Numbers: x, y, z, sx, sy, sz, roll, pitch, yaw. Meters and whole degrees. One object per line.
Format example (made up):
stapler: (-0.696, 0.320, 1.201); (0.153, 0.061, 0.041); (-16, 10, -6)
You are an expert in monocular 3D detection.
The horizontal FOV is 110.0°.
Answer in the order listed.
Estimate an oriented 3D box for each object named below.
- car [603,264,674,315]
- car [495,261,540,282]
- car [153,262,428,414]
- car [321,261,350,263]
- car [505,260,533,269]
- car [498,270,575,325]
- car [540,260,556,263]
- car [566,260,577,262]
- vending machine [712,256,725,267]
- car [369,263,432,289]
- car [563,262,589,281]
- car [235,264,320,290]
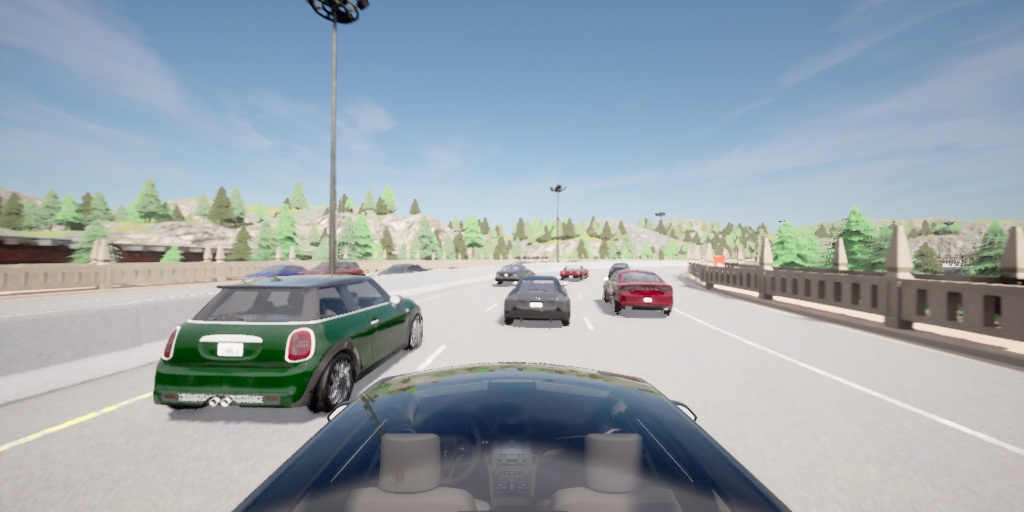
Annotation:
car: (4.714, 1.262, 13.963); (1.882, 1.535, 5.008); (0, 0, 8)
car: (0.321, 1.345, 26.526); (2.033, 1.411, 5.357); (0, 0, 16)
car: (-3.122, 1.097, 6.231); (2.097, 1.767, 4.553); (0, 0, 3)
car: (-11.520, 1.114, 22.939); (2.097, 1.767, 4.553); (0, 0, 13)
car: (1.282, 1.474, 61.023); (2.033, 1.411, 5.357); (0, 0, 35)
car: (0.922, 1.334, 11.955); (1.994, 1.385, 4.181); (0, 0, 7)
car: (5.730, 1.401, 61.243); (1.882, 1.535, 5.008); (0, 0, 36)
car: (9.996, 1.442, 61.097); (1.812, 1.442, 4.674); (0, 0, 38)
vending machine: (16.712, 1.010, 29.087); (1.100, 2.100, 0.880); (0, 0, 22)
car: (-7.531, 1.282, 24.760); (1.837, 1.490, 4.892); (0, 0, 15)
car: (5.537, 1.415, 31.149); (1.895, 1.301, 4.718); (0, 0, 20)
car: (-15.021, 1.280, 23.366); (1.812, 1.442, 4.674); (0, 0, 13)
